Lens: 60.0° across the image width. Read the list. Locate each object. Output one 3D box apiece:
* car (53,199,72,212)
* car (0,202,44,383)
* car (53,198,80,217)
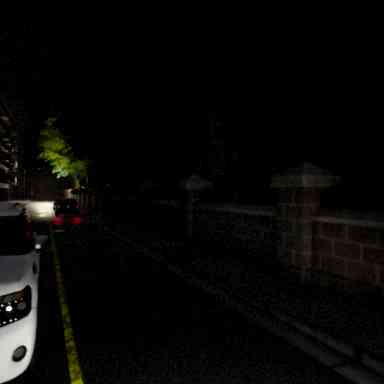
[{"bbox_3d":[-16.161,1.602,41.304,1.994,1.385,4.181,0,0,-24],"label":"car"},{"bbox_3d":[-3.642,1.223,5.381,2.150,2.045,5.566,0,0,-24],"label":"car"},{"bbox_3d":[-12.157,1.381,32.262,2.097,1.767,4.553,0,0,-24],"label":"car"}]
